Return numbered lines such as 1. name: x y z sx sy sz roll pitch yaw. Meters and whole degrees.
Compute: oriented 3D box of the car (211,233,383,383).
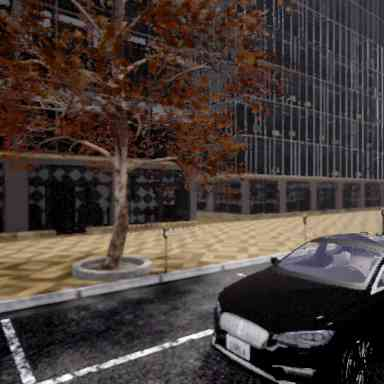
1. car: 2.507 1.459 5.159 4.902 1.511 2.128 0 0 -35
